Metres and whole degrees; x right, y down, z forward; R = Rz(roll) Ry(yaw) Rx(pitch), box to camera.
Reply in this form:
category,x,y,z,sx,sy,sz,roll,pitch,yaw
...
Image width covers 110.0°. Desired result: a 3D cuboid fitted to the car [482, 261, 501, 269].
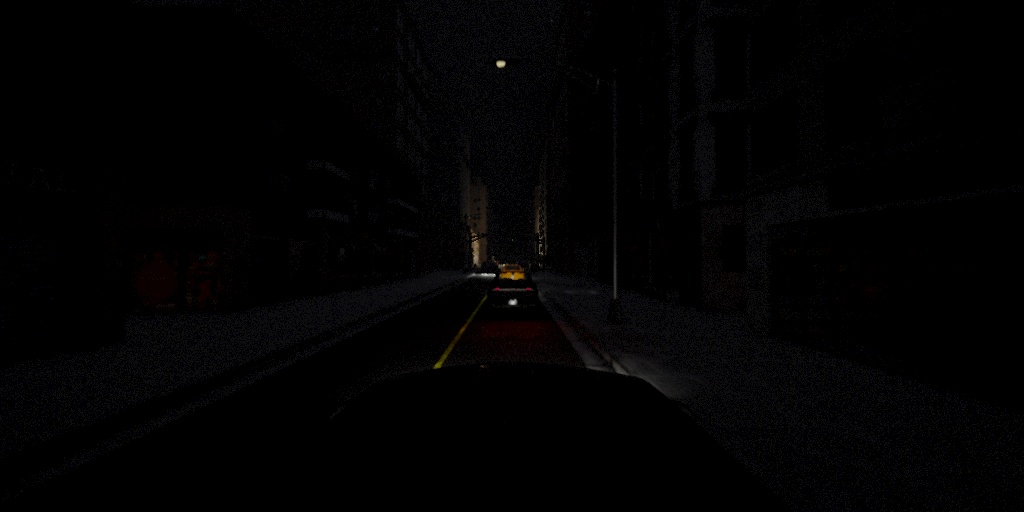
category,x,y,z,sx,sy,sz,roll,pitch,yaw
car,-2.808,1.693,47.871,1.994,1.385,4.181,0,-1,1

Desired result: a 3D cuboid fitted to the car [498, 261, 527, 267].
category,x,y,z,sx,sy,sz,roll,pitch,yaw
car,0.047,1.466,30.440,1.882,1.535,5.008,0,0,0

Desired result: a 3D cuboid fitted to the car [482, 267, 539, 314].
category,x,y,z,sx,sy,sz,roll,pitch,yaw
car,0.044,1.347,14.250,2.128,1.511,4.902,0,0,0
